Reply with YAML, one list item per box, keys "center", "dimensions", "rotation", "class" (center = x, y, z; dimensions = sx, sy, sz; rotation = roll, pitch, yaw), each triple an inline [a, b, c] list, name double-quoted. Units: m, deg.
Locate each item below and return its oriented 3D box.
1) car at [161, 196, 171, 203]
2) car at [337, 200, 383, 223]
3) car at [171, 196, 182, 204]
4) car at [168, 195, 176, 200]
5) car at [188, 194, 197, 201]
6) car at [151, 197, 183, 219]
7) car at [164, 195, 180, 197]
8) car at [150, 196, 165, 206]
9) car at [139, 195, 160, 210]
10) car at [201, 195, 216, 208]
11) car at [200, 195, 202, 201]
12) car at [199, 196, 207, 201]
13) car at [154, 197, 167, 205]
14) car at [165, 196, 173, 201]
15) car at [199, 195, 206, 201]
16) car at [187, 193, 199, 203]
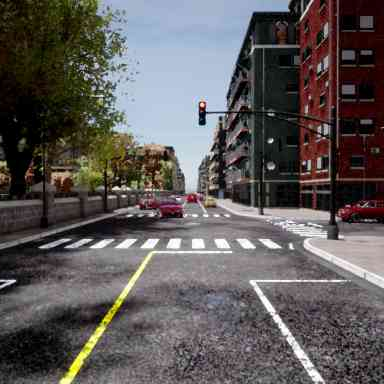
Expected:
- center: [-5.632, 1.613, 71.571]
  dimensions: [1.802, 1.307, 4.206]
  rotation: [0, 0, 0]
  class: "car"
- center: [14.639, 1.591, 27.306]
  dimensions: [5.009, 1.841, 2.192]
  rotation: [1, -1, 0]
  class: "car"
- center: [-2.988, 1.551, 65.062]
  dimensions: [1.812, 1.442, 4.674]
  rotation: [0, 0, 1]
  class: "car"
- center: [-5.614, 1.580, 93.542]
  dimensions: [1.752, 1.417, 4.829]
  rotation: [0, 0, 0]
  class: "car"
- center: [0.068, 1.306, 79.598]
  dimensions: [2.097, 1.767, 4.553]
  rotation: [0, 0, 0]
  class: "car"
- center: [-2.181, 1.480, 29.943]
  dimensions: [1.882, 1.535, 5.008]
  rotation: [0, 0, -14]
  class: "car"
- center: [-3.057, 1.537, 47.054]
  dimensions: [1.812, 1.442, 4.674]
  rotation: [0, 0, 0]
  class: "car"
- center: [-5.647, 1.457, 54.966]
  dimensions: [1.967, 1.590, 4.097]
  rotation: [0, 0, 0]
  class: "car"
- center: [-5.656, 1.324, 43.896]
  dimensions: [2.192, 1.841, 5.009]
  rotation: [0, 0, 0]
  class: "car"
- center: [2.730, 1.538, 49.595]
  dimensions: [1.752, 1.417, 4.829]
  rotation: [0, 0, 0]
  class: "car"
- center: [2.734, 1.562, 54.960]
  dimensions: [1.887, 1.381, 4.507]
  rotation: [0, 0, 0]
  class: "car"
- center: [2.757, 1.587, 82.636]
  dimensions: [1.887, 1.381, 4.507]
  rotation: [0, 0, 0]
  class: "car"
- center: [-5.642, 1.566, 60.502]
  dimensions: [1.887, 1.381, 4.507]
  rotation: [0, 0, 0]
  class: "car"
- center: [-5.623, 1.624, 82.642]
  dimensions: [1.802, 1.307, 4.206]
  rotation: [0, 0, 0]
  class: "car"
- center: [2.761, 1.593, 88.171]
  dimensions: [1.887, 1.381, 4.507]
  rotation: [0, 0, 0]
  class: "car"
- center: [0.060, 1.250, 69.238]
  dimensions: [2.150, 2.045, 5.566]
  rotation: [0, 0, 0]
  class: "car"
